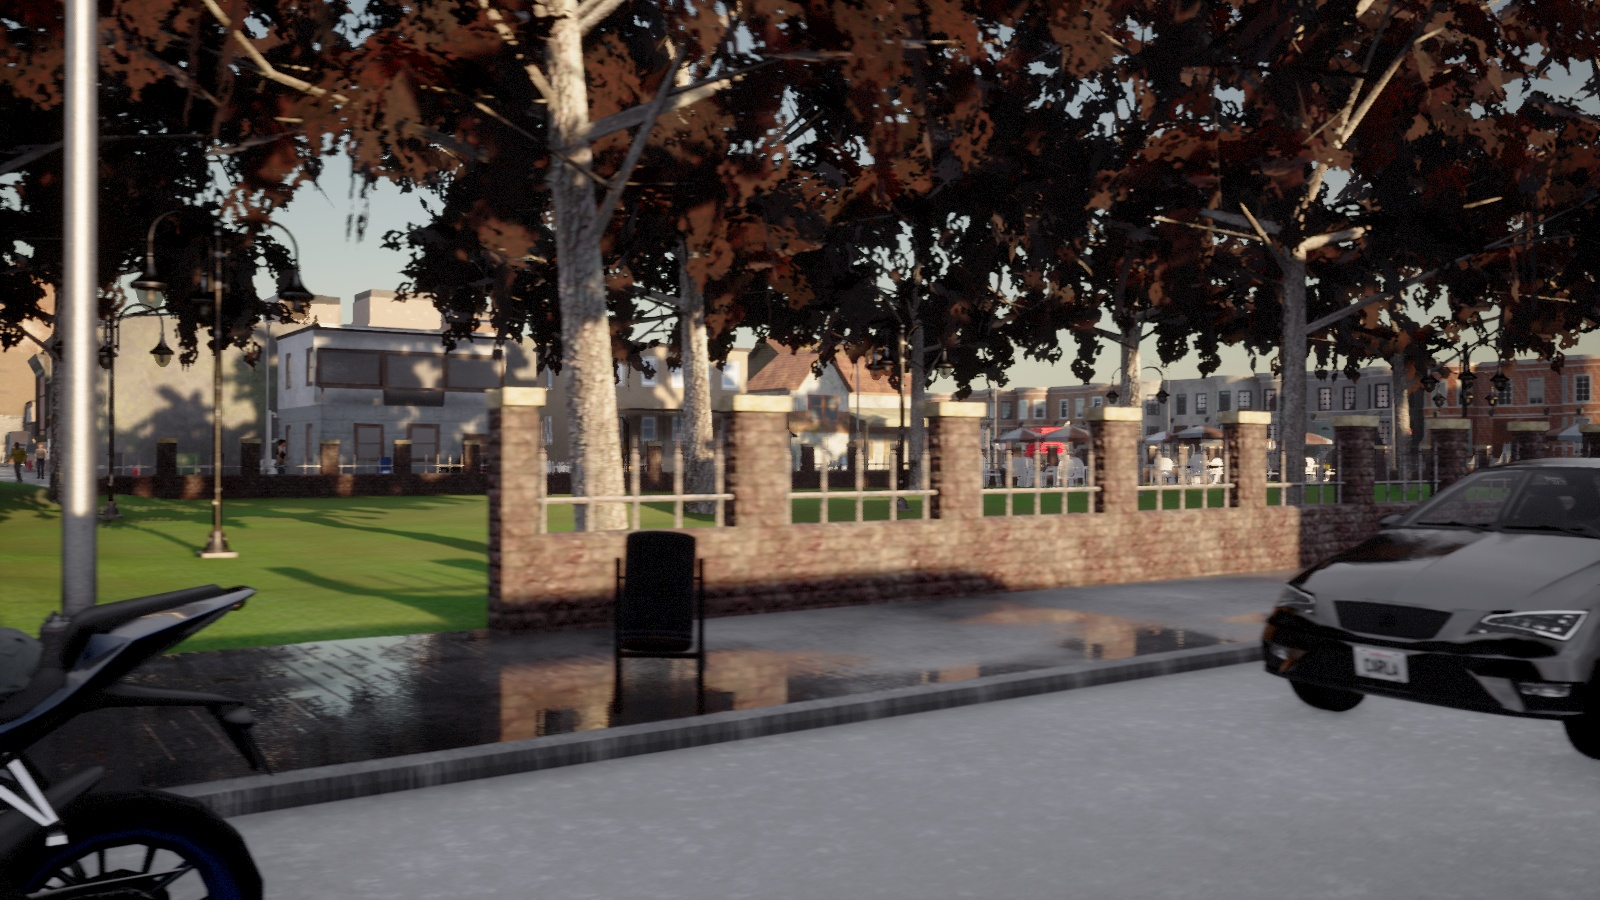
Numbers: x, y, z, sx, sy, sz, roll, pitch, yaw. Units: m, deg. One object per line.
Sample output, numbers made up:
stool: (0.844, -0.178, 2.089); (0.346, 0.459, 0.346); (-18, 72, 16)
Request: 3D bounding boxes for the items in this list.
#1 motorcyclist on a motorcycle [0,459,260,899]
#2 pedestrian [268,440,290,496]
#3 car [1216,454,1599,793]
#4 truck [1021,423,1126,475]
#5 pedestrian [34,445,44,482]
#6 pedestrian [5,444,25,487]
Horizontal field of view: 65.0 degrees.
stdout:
motorcyclist on a motorcycle: (-2.385, 0.791, 2.608); (2.191, 1.530, 0.866); (0, 0, -35)
pedestrian: (-17.035, 0.591, 41.072); (0.594, 1.836, 0.345); (0, 0, -35)
car: (4.556, 0.767, 7.439); (4.193, 1.474, 1.816); (0, 0, -35)
truck: (19.138, -0.061, 88.399); (2.891, 3.462, 7.936); (0, 0, -27)
pedestrian: (-38.058, 0.689, 62.793); (0.345, 1.836, 0.594); (0, 0, -25)
pedestrian: (-33.628, 0.657, 53.803); (0.431, 1.840, 0.709); (0, 0, 1)
